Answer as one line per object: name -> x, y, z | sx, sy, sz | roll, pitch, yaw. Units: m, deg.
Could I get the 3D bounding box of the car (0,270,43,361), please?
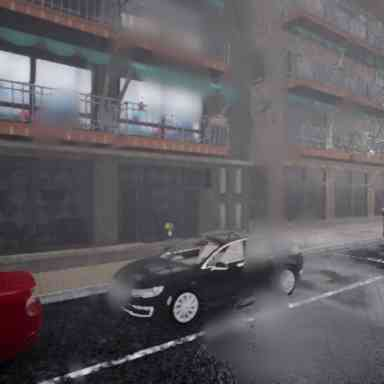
car -> -4.099, 1.553, 3.623 | 4.507, 1.381, 1.887 | 0, 1, -35

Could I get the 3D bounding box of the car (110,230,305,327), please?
car -> 0.519, 1.526, 6.915 | 4.403, 1.369, 2.008 | 0, 1, -35
